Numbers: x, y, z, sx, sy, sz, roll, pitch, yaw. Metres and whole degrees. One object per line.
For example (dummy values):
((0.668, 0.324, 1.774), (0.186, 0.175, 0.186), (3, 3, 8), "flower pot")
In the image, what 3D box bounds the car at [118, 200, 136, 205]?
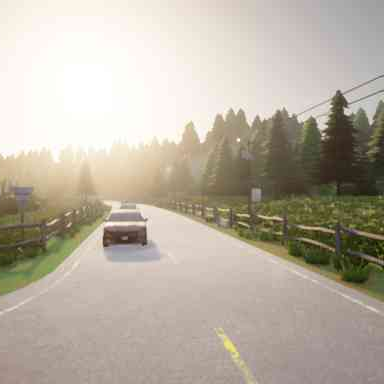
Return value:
((-5.511, 1.722, 28.874), (1.812, 1.442, 4.674), (0, 0, -11), "car")

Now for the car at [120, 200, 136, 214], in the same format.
((-8.104, 1.778, 41.658), (1.837, 1.490, 4.892), (0, 0, -12), "car")

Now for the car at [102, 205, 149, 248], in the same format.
((-3.133, 1.594, 15.794), (1.882, 1.535, 5.008), (0, 0, -10), "car")
